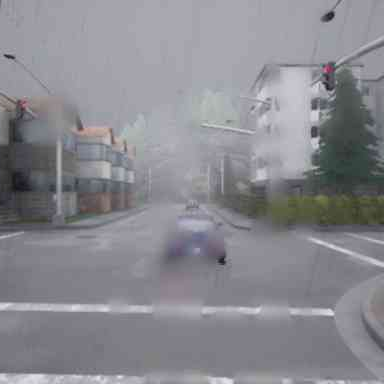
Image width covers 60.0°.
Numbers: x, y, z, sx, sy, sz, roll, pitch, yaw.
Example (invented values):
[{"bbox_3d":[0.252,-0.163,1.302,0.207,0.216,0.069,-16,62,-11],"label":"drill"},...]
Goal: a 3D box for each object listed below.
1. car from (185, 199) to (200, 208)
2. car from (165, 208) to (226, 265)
[{"bbox_3d":[0.092,1.680,45.665,2.033,1.411,5.357,0,0,0],"label":"car"},{"bbox_3d":[0.108,1.490,11.498,1.812,1.442,4.674,1,0,0],"label":"car"}]
